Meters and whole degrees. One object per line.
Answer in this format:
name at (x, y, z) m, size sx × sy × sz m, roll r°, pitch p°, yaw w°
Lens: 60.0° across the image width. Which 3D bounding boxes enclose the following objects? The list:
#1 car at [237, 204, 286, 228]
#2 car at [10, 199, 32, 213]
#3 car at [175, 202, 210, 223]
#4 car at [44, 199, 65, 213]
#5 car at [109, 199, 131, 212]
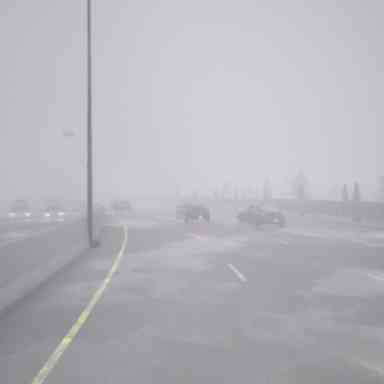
car at (4.481, 1.518, 21.886) m, size 1.812 × 1.442 × 4.674 m, roll 0°, pitch 0°, yaw -12°
car at (-20.048, 1.604, 39.020) m, size 1.837 × 1.490 × 4.892 m, roll 0°, pitch 0°, yaw -27°
car at (-0.021, 1.517, 25.738) m, size 1.837 × 1.490 × 4.892 m, roll 0°, pitch 0°, yaw -15°
car at (-16.100, 1.587, 38.865) m, size 1.837 × 1.490 × 4.892 m, roll 0°, pitch 0°, yaw -26°
car at (-8.588, 1.546, 39.578) m, size 2.128 × 1.511 × 4.902 m, roll 0°, pitch 0°, yaw -23°
